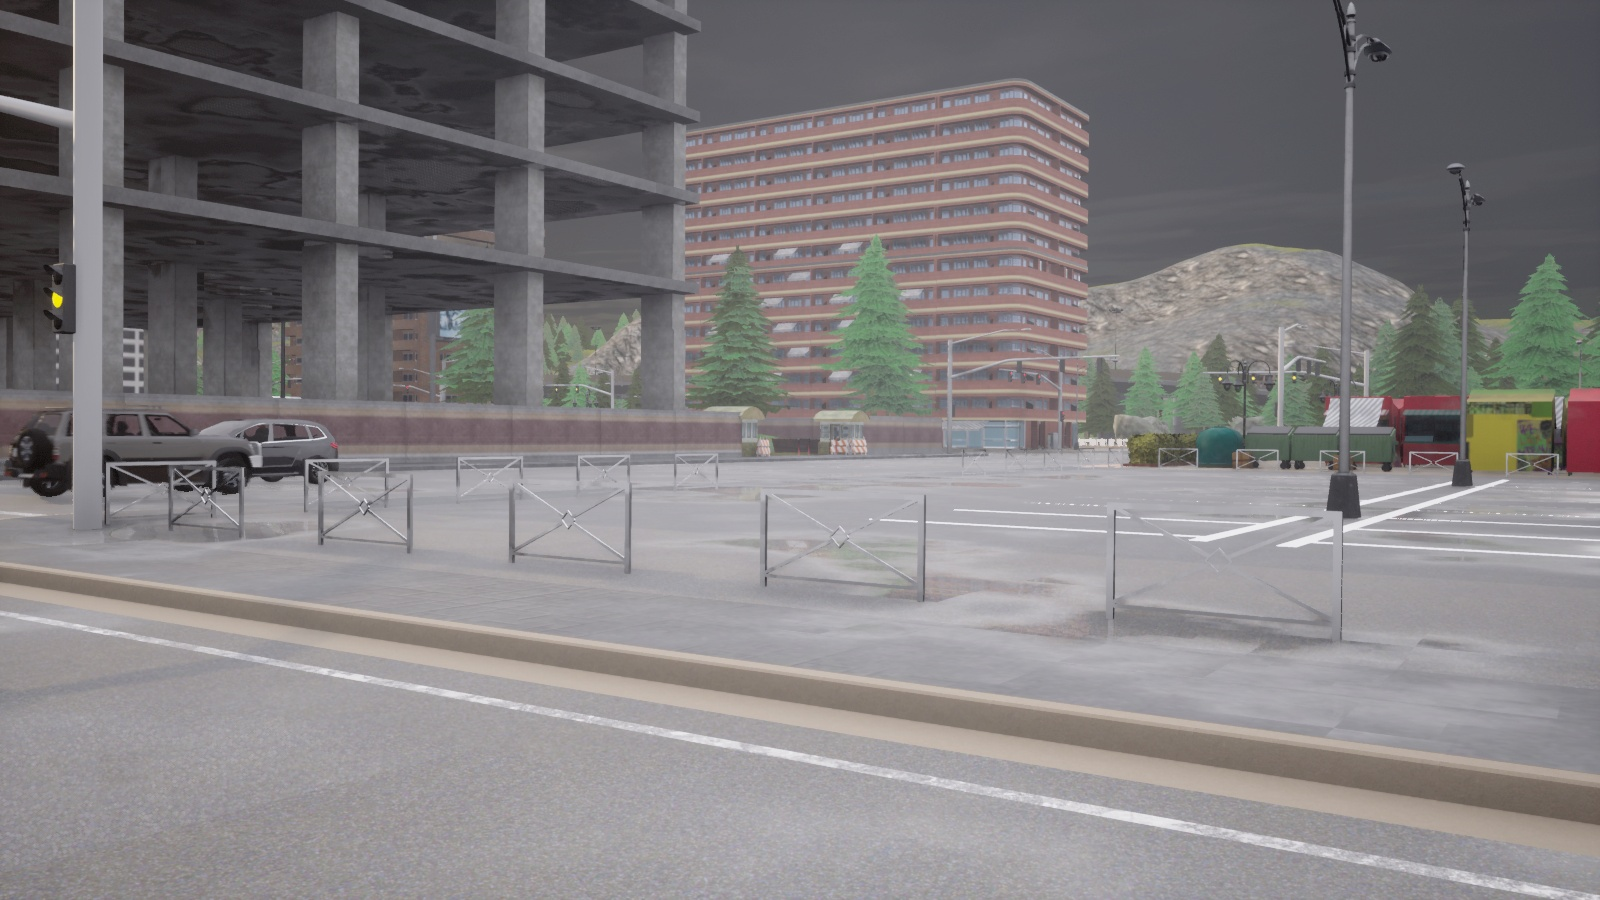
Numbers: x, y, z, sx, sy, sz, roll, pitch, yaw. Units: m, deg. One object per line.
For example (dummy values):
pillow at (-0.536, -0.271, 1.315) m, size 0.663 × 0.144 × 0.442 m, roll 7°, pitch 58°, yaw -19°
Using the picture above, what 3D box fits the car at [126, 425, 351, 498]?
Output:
car at (-13.865, 0.219, 31.270) m, size 2.242 × 1.667 × 4.611 m, roll 0°, pitch 1°, yaw 33°

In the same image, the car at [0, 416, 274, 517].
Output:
car at (-13.396, 0.264, 25.613) m, size 1.932 × 1.855 × 4.605 m, roll 0°, pitch 1°, yaw 33°
